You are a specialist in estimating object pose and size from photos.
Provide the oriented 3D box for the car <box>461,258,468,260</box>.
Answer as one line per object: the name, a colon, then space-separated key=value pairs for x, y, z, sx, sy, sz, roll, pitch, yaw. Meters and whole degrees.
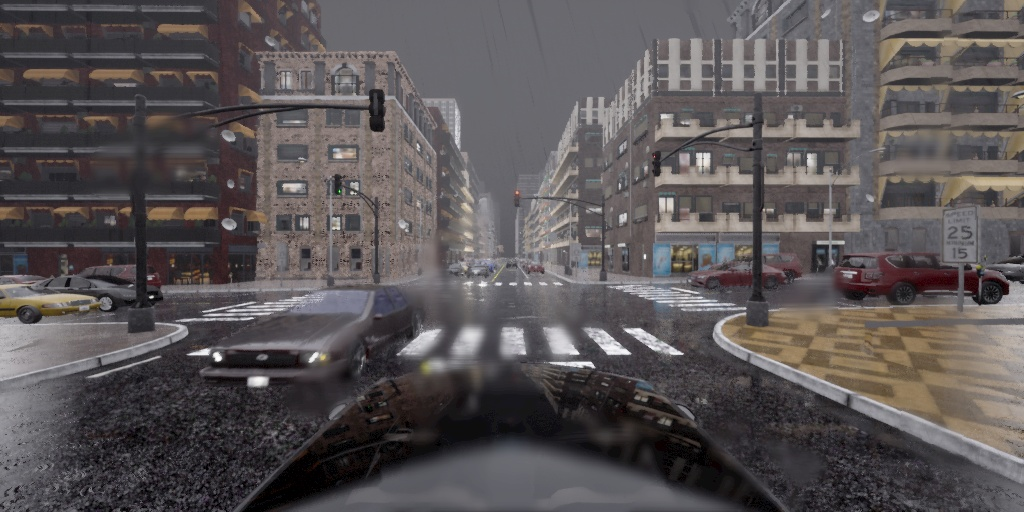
car: x=-5.767 y=1.284 z=40.633 sx=1.751 sy=1.417 sz=4.829 roll=0 pitch=0 yaw=0

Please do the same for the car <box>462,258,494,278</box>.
car: x=-3.163 y=1.247 z=33.996 sx=2.128 sy=1.511 sz=4.902 roll=0 pitch=0 yaw=0

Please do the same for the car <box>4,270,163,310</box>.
car: x=-17.895 y=1.560 z=15.355 sx=4.892 sy=1.490 sz=1.837 roll=-1 pitch=0 yaw=-1

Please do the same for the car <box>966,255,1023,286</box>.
car: x=27.719 y=0.708 z=19.044 sx=4.892 sy=1.490 sz=1.837 roll=-1 pitch=0 yaw=0

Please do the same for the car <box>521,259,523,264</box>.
car: x=2.602 y=1.200 z=46.504 sx=1.967 sy=1.591 sz=4.097 roll=0 pitch=0 yaw=0

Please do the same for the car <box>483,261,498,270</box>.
car: x=-3.194 y=1.365 z=53.415 sx=1.895 sy=1.301 sz=4.718 roll=0 pitch=0 yaw=0

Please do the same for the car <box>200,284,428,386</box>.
car: x=-3.260 y=1.313 z=7.431 sx=2.033 sy=1.411 sz=5.357 roll=0 pitch=-1 yaw=3

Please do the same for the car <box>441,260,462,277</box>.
car: x=-5.756 y=1.322 z=35.120 sx=1.948 sy=1.339 sz=4.313 roll=0 pitch=0 yaw=0

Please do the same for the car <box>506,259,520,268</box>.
car: x=-0.019 y=1.270 z=61.047 sx=1.837 sy=1.490 sz=4.892 roll=0 pitch=-1 yaw=0

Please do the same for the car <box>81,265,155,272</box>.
car: x=-23.637 y=1.462 z=21.055 sx=5.009 sy=1.841 sz=2.192 roll=0 pitch=0 yaw=-1

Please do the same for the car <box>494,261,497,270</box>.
car: x=-3.181 y=1.237 z=43.418 sx=1.882 sy=1.535 sz=5.008 roll=0 pitch=0 yaw=0

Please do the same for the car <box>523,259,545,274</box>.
car: x=2.613 y=1.198 z=40.822 sx=1.967 sy=1.591 sz=4.097 roll=0 pitch=0 yaw=0

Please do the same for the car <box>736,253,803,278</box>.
car: x=14.537 y=0.759 z=21.497 sx=5.009 sy=1.841 sz=2.192 roll=0 pitch=0 yaw=-1

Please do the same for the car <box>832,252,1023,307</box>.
car: x=14.688 y=0.775 z=13.118 sx=5.009 sy=1.841 sz=2.192 roll=0 pitch=0 yaw=-1

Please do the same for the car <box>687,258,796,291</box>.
car: x=11.813 y=1.026 z=19.006 sx=4.674 sy=1.442 sz=1.812 roll=-1 pitch=0 yaw=3

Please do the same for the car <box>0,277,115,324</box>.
car: x=-17.651 y=1.585 z=12.771 sx=4.829 sy=1.417 sz=1.751 roll=0 pitch=0 yaw=-1
